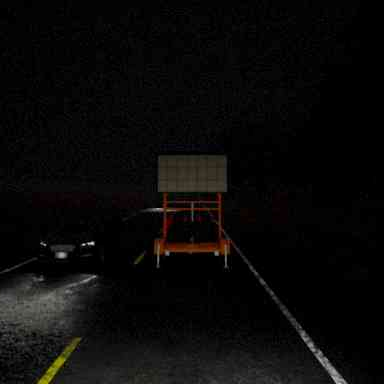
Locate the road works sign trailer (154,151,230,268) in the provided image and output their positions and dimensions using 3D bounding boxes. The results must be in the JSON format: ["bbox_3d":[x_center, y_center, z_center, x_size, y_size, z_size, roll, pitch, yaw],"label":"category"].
[{"bbox_3d":[0.015,0.444,11.194,2.380,3.560,2.880,0,0,1],"label":"road works sign trailer"}]

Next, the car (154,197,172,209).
[{"bbox_3d":[-3.487,1.318,41.030,1.994,1.385,4.181,0,1,0],"label":"car"}]

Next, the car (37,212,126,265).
[{"bbox_3d":[-3.596,1.469,11.608,2.128,1.511,4.902,0,0,0],"label":"car"}]
